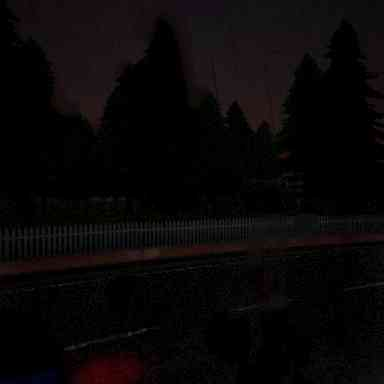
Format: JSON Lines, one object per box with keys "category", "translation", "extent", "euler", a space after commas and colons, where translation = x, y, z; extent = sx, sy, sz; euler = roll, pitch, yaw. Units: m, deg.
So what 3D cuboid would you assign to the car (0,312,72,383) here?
{"category": "car", "translation": [-3.343, 1.547, 1.552], "extent": [5.357, 1.411, 2.033], "euler": [0, 0, -37]}
